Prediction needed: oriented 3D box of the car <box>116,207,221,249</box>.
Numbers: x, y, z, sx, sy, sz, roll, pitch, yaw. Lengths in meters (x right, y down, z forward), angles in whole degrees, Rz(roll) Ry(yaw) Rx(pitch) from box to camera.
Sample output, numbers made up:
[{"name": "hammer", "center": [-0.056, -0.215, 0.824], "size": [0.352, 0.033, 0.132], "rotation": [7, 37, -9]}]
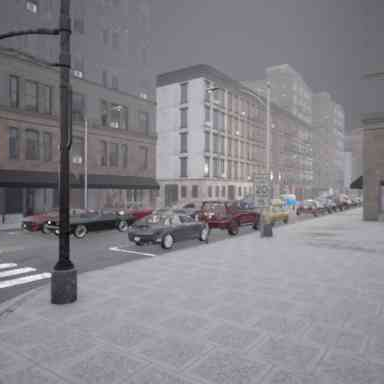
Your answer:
[{"name": "car", "center": [-0.855, 1.571, 14.557], "size": [2.008, 1.369, 4.403], "rotation": [0, 0, 35]}]

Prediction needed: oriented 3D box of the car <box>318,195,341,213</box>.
[{"name": "car", "center": [14.709, 1.469, 36.677], "size": [1.967, 1.590, 4.097], "rotation": [0, 0, 35]}]

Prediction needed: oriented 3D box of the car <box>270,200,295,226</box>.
[{"name": "car", "center": [5.468, 1.549, 23.545], "size": [1.752, 1.417, 4.829], "rotation": [0, 0, 35]}]

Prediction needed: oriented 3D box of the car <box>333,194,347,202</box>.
[{"name": "car", "center": [36.161, 1.317, 81.112], "size": [2.192, 1.841, 5.009], "rotation": [0, 0, 35]}]

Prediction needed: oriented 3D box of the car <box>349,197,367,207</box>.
[{"name": "car", "center": [27.159, 1.589, 54.374], "size": [2.008, 1.369, 4.403], "rotation": [0, 0, 35]}]

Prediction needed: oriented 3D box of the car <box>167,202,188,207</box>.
[{"name": "car", "center": [0.490, 1.498, 26.008], "size": [1.837, 1.490, 4.892], "rotation": [0, 0, 35]}]

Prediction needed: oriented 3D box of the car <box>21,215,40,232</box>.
[{"name": "car", "center": [-7.418, 1.522, 19.175], "size": [1.887, 1.381, 4.507], "rotation": [0, 0, 35]}]

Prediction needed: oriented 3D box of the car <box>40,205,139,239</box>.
[{"name": "car", "center": [-5.274, 1.591, 17.812], "size": [1.895, 1.301, 4.718], "rotation": [0, 0, 33]}]

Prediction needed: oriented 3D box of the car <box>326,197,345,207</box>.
[{"name": "car", "center": [22.599, 1.527, 52.299], "size": [1.837, 1.490, 4.892], "rotation": [0, 0, 35]}]

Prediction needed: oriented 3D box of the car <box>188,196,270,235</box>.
[{"name": "car", "center": [2.259, 1.337, 18.981], "size": [2.192, 1.841, 5.009], "rotation": [0, 0, 35]}]

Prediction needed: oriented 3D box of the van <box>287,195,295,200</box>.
[{"name": "van", "center": [14.371, 1.331, 50.143], "size": [1.690, 1.788, 3.998], "rotation": [0, 0, 35]}]

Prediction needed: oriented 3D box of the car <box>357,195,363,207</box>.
[{"name": "car", "center": [24.046, 1.601, 49.950], "size": [1.947, 1.339, 4.313], "rotation": [0, 0, 35]}]

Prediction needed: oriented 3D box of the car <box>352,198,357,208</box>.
[{"name": "car", "center": [20.933, 1.615, 45.526], "size": [1.802, 1.307, 4.206], "rotation": [0, 0, 35]}]

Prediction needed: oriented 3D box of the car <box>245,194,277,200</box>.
[{"name": "car", "center": [6.467, 1.218, 34.476], "size": [2.150, 2.045, 5.566], "rotation": [0, 0, 35]}]

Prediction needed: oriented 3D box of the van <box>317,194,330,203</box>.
[{"name": "van", "center": [26.822, 1.340, 67.839], "size": [1.690, 1.788, 3.998], "rotation": [0, 0, 35]}]

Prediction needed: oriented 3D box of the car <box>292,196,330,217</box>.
[{"name": "car", "center": [11.596, 1.467, 32.253], "size": [1.967, 1.590, 4.097], "rotation": [0, 0, 35]}]

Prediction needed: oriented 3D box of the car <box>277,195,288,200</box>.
[{"name": "car", "center": [11.160, 1.513, 45.580], "size": [1.752, 1.417, 4.829], "rotation": [0, 0, 35]}]

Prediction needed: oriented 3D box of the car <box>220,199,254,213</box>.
[{"name": "car", "center": [5.033, 1.528, 36.872], "size": [1.887, 1.381, 4.507], "rotation": [0, 0, 35]}]

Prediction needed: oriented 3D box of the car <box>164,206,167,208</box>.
[{"name": "car", "center": [-1.193, 1.531, 28.024], "size": [2.008, 1.369, 4.403], "rotation": [0, 0, 35]}]

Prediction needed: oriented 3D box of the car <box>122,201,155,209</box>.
[{"name": "car", "center": [-4.305, 1.418, 23.599], "size": [1.967, 1.590, 4.097], "rotation": [0, 0, 35]}]

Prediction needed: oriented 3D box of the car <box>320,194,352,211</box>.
[{"name": "car", "center": [17.822, 1.346, 41.101], "size": [2.192, 1.841, 5.009], "rotation": [0, 0, 35]}]

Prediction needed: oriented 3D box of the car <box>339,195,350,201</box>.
[{"name": "car", "center": [39.272, 1.547, 85.537], "size": [1.887, 1.381, 4.507], "rotation": [0, 0, 35]}]
